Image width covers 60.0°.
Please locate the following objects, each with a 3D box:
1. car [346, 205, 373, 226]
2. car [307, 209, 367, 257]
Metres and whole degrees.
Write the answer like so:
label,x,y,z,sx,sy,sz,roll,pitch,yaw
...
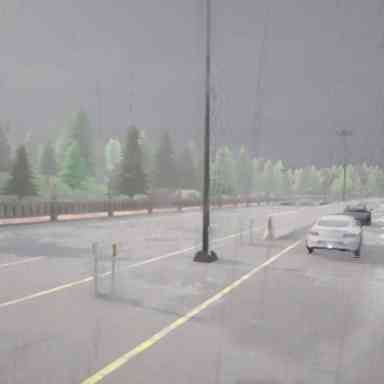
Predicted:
label,x,y,z,sx,sy,sz,roll,pitch,yaw
car,13.015,1.740,26.156,2.128,1.511,4.902,0,0,30
car,5.920,1.646,13.550,1.812,1.442,4.674,0,0,29
